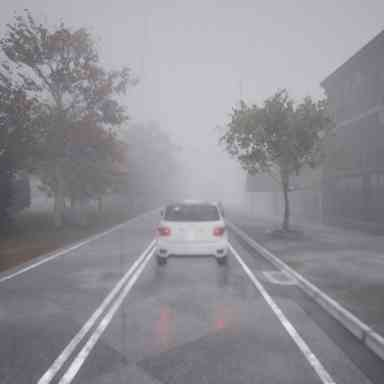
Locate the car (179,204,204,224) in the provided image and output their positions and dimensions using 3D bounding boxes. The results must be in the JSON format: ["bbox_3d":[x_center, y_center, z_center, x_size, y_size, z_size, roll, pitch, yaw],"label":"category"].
[{"bbox_3d":[0.003,1.739,27.424,1.895,1.301,4.718,0,0,0],"label":"car"}]

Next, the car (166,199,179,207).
[{"bbox_3d":[-3.377,1.926,57.982,1.895,1.301,4.718,0,0,1],"label":"car"}]

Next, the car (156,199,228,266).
[{"bbox_3d":[0.015,1.264,11.848,2.150,2.045,5.566,0,0,1],"label":"car"}]
